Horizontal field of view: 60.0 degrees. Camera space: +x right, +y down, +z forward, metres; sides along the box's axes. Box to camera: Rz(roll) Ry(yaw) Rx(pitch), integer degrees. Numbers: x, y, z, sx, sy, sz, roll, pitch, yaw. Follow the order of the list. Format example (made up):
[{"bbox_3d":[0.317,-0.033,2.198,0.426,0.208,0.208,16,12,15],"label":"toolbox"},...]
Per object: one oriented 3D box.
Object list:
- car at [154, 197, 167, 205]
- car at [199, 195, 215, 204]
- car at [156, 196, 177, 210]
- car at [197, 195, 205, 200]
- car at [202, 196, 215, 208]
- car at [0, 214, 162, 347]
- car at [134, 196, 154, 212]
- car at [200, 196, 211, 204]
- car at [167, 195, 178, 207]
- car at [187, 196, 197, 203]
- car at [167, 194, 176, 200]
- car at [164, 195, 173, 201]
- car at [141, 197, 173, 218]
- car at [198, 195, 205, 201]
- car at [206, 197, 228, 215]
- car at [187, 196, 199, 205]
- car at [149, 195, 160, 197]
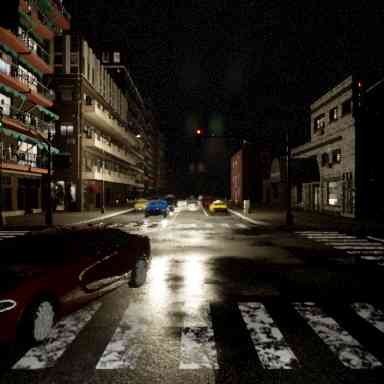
[{"bbox_3d":[-5.751,1.601,61.488,2.008,1.369,4.403,0,0,0],"label":"car"},{"bbox_3d":[2.642,1.349,50.420,2.192,1.841,5.009,0,0,0],"label":"car"},{"bbox_3d":[-3.123,1.549,39.940,1.812,1.442,4.674,0,0,0],"label":"car"},{"bbox_3d":[2.594,1.666,94.733,2.008,1.369,4.403,0,0,0],"label":"car"},{"bbox_3d":[2.647,1.610,44.880,1.802,1.307,4.206,0,0,0],"label":"car"},{"bbox_3d":[-2.550,1.461,6.689,1.882,1.535,5.008,-1,0,19],"label":"car"},{"bbox_3d":[-5.728,1.547,39.161,1.752,1.417,4.829,0,0,0],"label":"car"},{"bbox_3d":[2.624,1.610,67.037,2.008,1.369,4.403,0,0,0],"label":"car"},{"bbox_3d":[-3.126,1.539,50.008,1.837,1.490,4.892,0,0,0],"label":"car"},{"bbox_3d":[-0.026,1.610,70.617,2.033,1.411,5.357,0,0,0],"label":"car"},{"bbox_3d":[-5.785,1.430,94.725,2.192,1.841,5.009,0,0,0],"label":"car"},{"bbox_3d":[-5.774,1.531,83.645,1.967,1.590,4.097,0,0,0],"label":"car"},{"bbox_3d":[-3.131,1.492,30.662,1.882,1.535,5.008,0,0,0],"label":"car"},{"bbox_3d":[2.600,1.628,89.364,1.752,1.417,4.829,0,0,0],"label":"car"},{"bbox_3d":[2.658,1.543,33.972,1.752,1.417,4.829,0,0,0],"label":"car"},{"bbox_3d":[0.040,1.647,59.192,1.895,1.301,4.718,0,0,0],"label":"car"},{"bbox_3d":[-5.739,1.349,50.410,2.192,1.841,5.009,0,0,0],"label":"car"}]
